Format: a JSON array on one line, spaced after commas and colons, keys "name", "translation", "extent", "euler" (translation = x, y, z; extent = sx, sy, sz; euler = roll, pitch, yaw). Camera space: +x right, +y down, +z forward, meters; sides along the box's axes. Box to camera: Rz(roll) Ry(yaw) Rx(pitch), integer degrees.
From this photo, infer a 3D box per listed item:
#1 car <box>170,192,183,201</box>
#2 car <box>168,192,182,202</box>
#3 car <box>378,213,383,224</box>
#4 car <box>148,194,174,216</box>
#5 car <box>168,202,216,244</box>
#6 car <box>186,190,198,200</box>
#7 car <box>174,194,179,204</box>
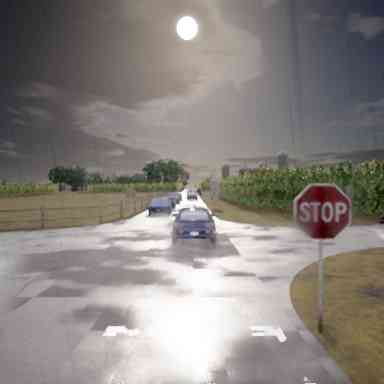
[{"name": "car", "translation": [-2.806, 0.785, 60.158], "extent": [2.128, 1.511, 4.902], "euler": [0, 1, 0]}, {"name": "car", "translation": [-2.852, 0.817, 49.260], "extent": [2.097, 1.767, 4.553], "euler": [0, 1, 0]}, {"name": "car", "translation": [12.625, 1.167, 17.097], "extent": [5.357, 1.411, 2.033], "euler": [-1, 0, -2]}, {"name": "car", "translation": [-2.815, 1.203, 29.721], "extent": [1.882, 1.535, 5.008], "euler": [0, 1, -2]}, {"name": "car", "translation": [0.091, 1.424, 15.199], "extent": [1.812, 1.442, 4.674], "euler": [0, 0, 0]}, {"name": "car", "translation": [0.074, 0.862, 62.095], "extent": [1.895, 1.301, 4.718], "euler": [0, 1, 0]}, {"name": "car", "translation": [-2.863, 1.208, 39.034], "extent": [1.895, 1.301, 4.718], "euler": [0, 1, 0]}]
